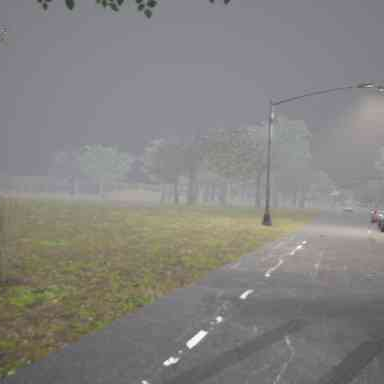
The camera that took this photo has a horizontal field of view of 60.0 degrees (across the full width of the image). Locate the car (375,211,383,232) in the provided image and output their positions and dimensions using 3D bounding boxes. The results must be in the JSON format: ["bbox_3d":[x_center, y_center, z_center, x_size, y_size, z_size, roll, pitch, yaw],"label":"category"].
[{"bbox_3d":[15.998,2.240,26.233,2.097,1.767,4.553,2,-1,26],"label":"car"}]

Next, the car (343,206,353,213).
[{"bbox_3d":[32.341,3.559,68.954,2.033,1.411,5.357,2,-1,25],"label":"car"}]

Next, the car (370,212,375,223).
[{"bbox_3d":[20.947,2.759,36.748,1.994,1.385,4.181,2,-1,26],"label":"car"}]
